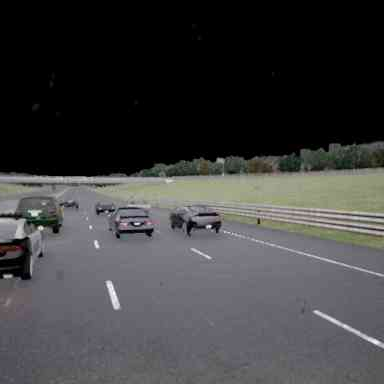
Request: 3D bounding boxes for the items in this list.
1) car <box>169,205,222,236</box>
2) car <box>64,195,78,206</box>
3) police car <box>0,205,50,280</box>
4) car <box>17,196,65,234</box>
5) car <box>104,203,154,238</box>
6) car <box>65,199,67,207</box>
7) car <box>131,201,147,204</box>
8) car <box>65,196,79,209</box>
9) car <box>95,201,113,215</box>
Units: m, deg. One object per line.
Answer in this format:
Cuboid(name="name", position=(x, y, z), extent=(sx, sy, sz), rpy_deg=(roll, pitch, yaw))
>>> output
Cuboid(name="car", position=(0.043, 1.486, 18.711), extent=(2.128, 1.511, 4.902), rpy_deg=(0, 0, -19))
Cuboid(name="car", position=(-20.560, 1.381, 56.735), extent=(2.097, 1.767, 4.553), rpy_deg=(0, 0, -19))
Cuboid(name="police car", position=(-5.509, 1.421, 9.716), extent=(1.930, 1.638, 5.238), rpy_deg=(0, 0, -19))
Cuboid(name="car", position=(-8.702, 1.222, 19.118), extent=(2.150, 2.045, 5.566), rpy_deg=(0, 0, -19))
Cuboid(name="car", position=(-3.371, 1.543, 17.884), extent=(2.033, 1.411, 5.357), rpy_deg=(0, 0, -19))
Cuboid(name="car", position=(-10.632, 1.481, 24.773), extent=(1.882, 1.535, 5.008), rpy_deg=(0, 0, -19))
Cuboid(name="car", position=(-5.832, 1.613, 35.892), extent=(1.895, 1.301, 4.718), rpy_deg=(0, 0, -19))
Cuboid(name="car", position=(-16.458, 1.384, 45.017), extent=(2.097, 1.767, 4.553), rpy_deg=(0, 0, -19))
Cuboid(name="car", position=(-9.015, 1.613, 34.385), extent=(1.895, 1.301, 4.718), rpy_deg=(0, 0, -19))
